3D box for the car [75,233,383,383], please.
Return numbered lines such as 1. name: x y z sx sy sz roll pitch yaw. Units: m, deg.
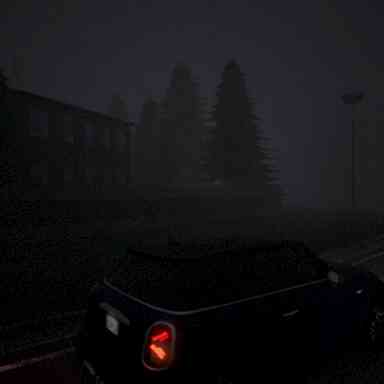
1. car: 0.875 1.365 4.665 4.553 1.767 2.097 0 0 -38
